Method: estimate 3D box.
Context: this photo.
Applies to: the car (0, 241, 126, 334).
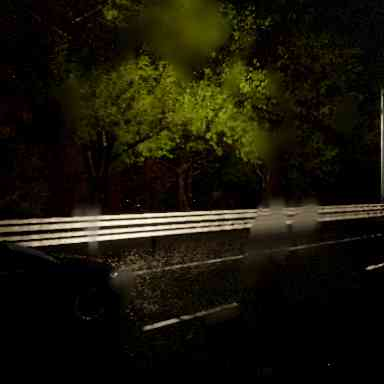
[{"bbox_3d":[-3.287,1.564,5.714,4.181,1.385,1.994,0,0,-36],"label":"car"}]
